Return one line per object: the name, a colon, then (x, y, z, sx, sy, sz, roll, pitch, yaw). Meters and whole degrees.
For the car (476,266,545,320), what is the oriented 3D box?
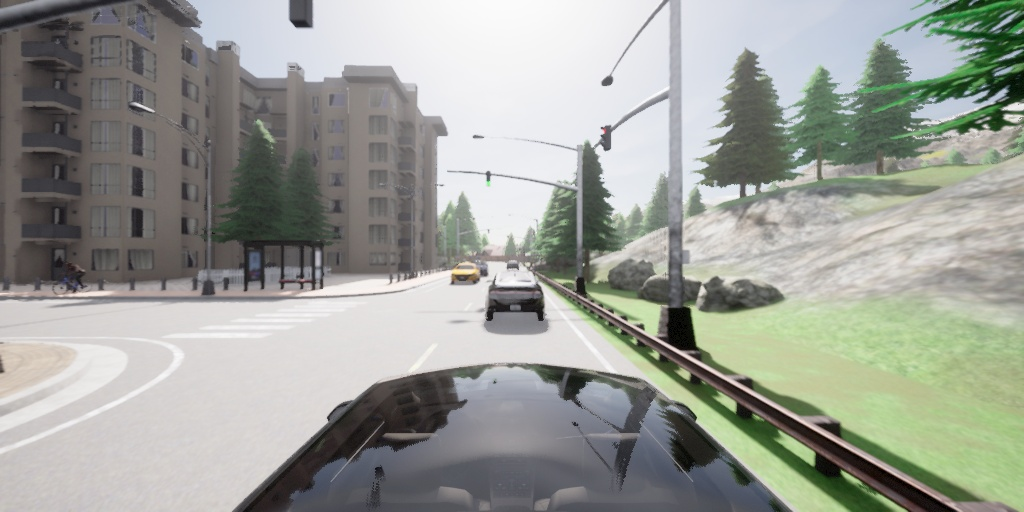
car: (0.101, 1.279, 12.777, 2.128, 1.511, 4.902, 0, 0, 0)

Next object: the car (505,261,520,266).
car: (0.107, 1.431, 53.267, 1.837, 1.490, 4.892, 0, 0, -1)

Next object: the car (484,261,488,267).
car: (-3.585, 1.226, 37.993, 2.097, 1.767, 4.553, 0, 0, 0)

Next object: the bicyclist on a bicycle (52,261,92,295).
bicyclist on a bicycle: (-21.855, 1.090, 17.849, 0.582, 1.620, 1.656, 0, 0, 0)

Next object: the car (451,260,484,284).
car: (-3.598, 1.319, 28.382, 1.882, 1.535, 5.008, 0, 0, 0)
